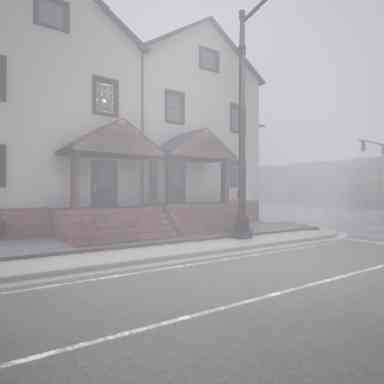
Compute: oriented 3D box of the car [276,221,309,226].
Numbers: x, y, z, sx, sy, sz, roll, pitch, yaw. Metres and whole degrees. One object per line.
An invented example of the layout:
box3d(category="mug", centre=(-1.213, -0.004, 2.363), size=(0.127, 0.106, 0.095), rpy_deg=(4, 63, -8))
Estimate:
box3d(category="car", centre=(8.699, 3.475, 31.078), size=(1.837, 1.490, 4.892), rpy_deg=(-1, -13, -36))
